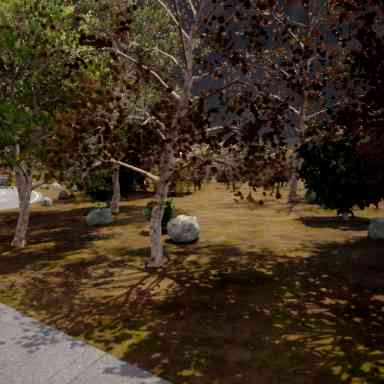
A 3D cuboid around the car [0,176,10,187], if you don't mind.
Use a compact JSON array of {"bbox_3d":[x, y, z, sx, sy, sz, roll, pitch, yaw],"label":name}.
[{"bbox_3d":[-26.370,-1.500,44.865,4.902,1.511,2.128,6,3,34],"label":"car"}]
